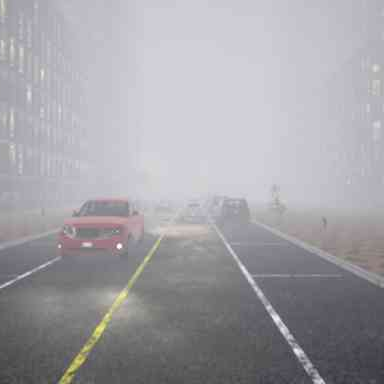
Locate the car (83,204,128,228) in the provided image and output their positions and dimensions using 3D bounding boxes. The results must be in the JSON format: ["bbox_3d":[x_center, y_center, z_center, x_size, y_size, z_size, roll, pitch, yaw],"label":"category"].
[{"bbox_3d":[-5.701,1.548,22.504,1.947,1.339,4.313,0,0,0],"label":"car"}]

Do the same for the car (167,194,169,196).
[{"bbox_3d":[-5.726,1.526,61.279,1.802,1.307,4.206,0,0,0],"label":"car"}]

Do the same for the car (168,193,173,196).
[{"bbox_3d":[-5.733,1.514,72.358,1.802,1.307,4.206,0,0,0],"label":"car"}]

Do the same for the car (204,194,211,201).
[{"bbox_3d":[2.674,1.285,33.589,2.192,1.841,5.009,0,0,0],"label":"car"}]

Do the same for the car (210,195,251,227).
[{"bbox_3d":[2.681,1.295,22.509,2.192,1.841,5.009,0,0,0],"label":"car"}]

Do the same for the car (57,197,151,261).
[{"bbox_3d":[-3.098,1.214,12.615,2.150,2.045,5.566,0,0,0],"label":"car"}]

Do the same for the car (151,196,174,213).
[{"bbox_3d":[-3.042,1.515,37.136,2.033,1.411,5.357,0,0,0],"label":"car"}]

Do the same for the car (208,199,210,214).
[{"bbox_3d":[2.676,1.520,28.049,1.887,1.381,4.507,0,0,0],"label":"car"}]

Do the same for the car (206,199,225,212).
[{"bbox_3d":[2.669,1.531,39.128,1.947,1.339,4.313,0,0,0],"label":"car"}]

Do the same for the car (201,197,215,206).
[{"bbox_3d":[2.658,1.499,55.746,2.008,1.369,4.403,0,0,0],"label":"car"}]

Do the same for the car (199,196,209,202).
[{"bbox_3d":[2.647,1.497,72.364,1.947,1.339,4.313,0,0,0],"label":"car"}]

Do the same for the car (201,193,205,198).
[{"bbox_3d":[2.667,1.274,44.667,2.192,1.841,5.009,0,0,0],"label":"car"}]

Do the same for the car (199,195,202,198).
[{"bbox_3d":[0.072,1.485,44.602,1.812,1.442,4.674,0,0,0],"label":"car"}]

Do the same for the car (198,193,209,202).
[{"bbox_3d":[2.645,1.240,77.903,2.192,1.841,5.009,0,0,0],"label":"car"}]

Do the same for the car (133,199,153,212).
[{"bbox_3d":[-5.711,1.548,39.122,1.802,1.307,4.206,0,0,0],"label":"car"}]

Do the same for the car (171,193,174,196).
[{"bbox_3d":[-5.743,1.229,88.975,2.192,1.841,5.009,0,0,0],"label":"car"}]

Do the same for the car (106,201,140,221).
[{"bbox_3d":[-5.704,1.527,28.042,2.008,1.369,4.403,0,0,0],"label":"car"}]

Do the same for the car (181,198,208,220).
[{"bbox_3d":[0.099,1.501,27.803,1.812,1.442,4.674,0,0,0],"label":"car"}]
